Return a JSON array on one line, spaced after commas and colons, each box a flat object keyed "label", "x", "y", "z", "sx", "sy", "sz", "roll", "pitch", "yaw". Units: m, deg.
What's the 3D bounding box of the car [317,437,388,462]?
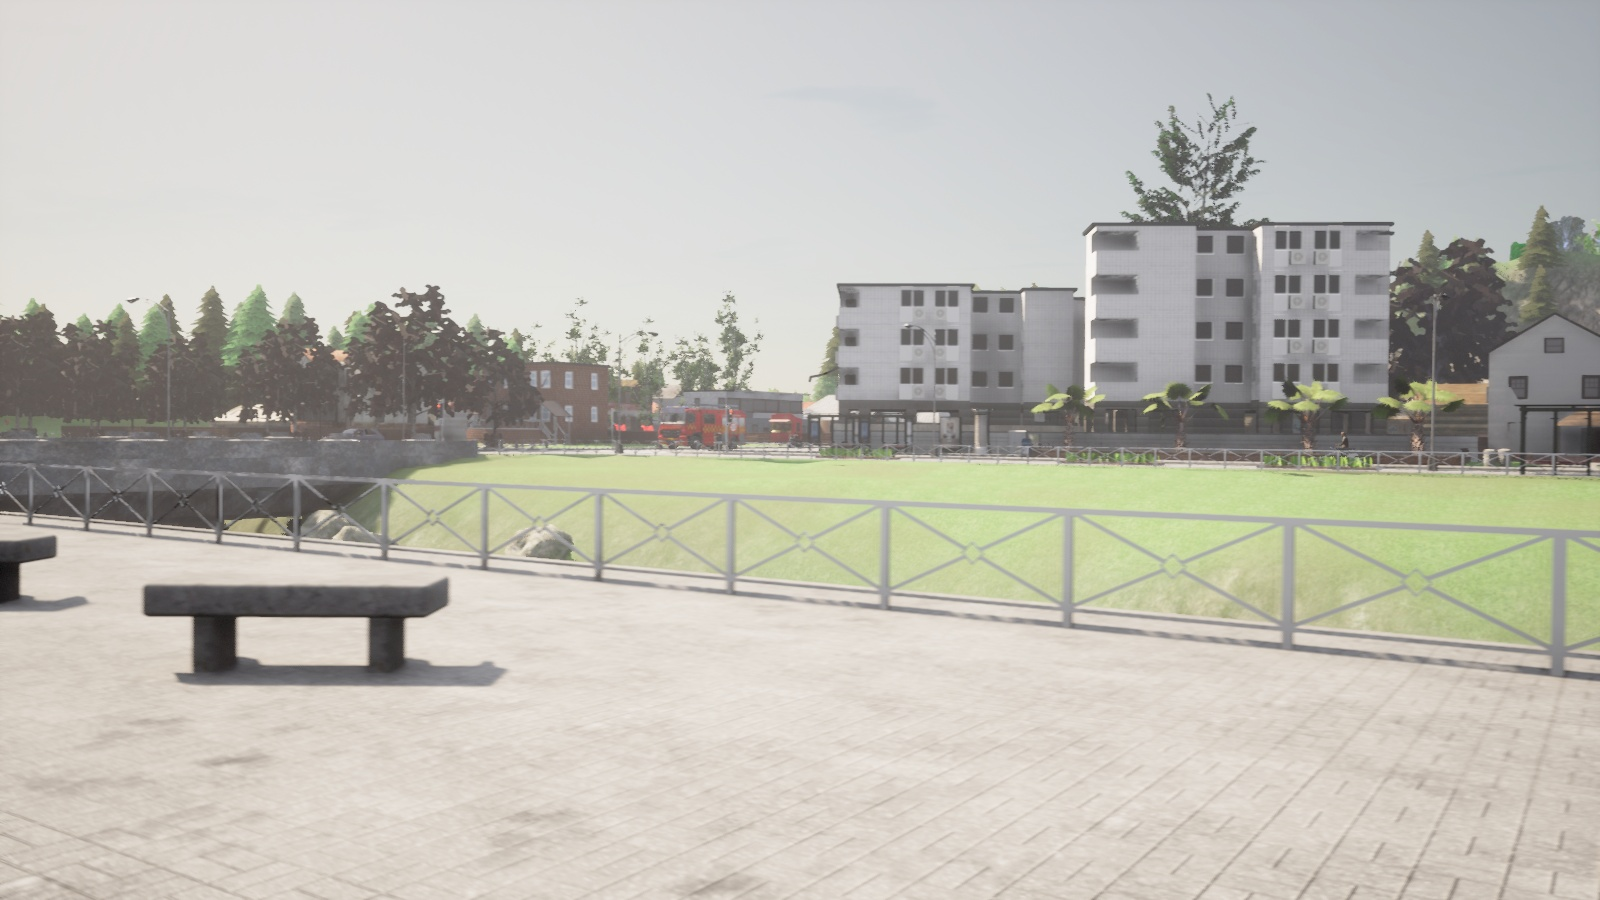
[{"label": "car", "x": -27.288, "y": -0.054, "z": 76.661, "sx": 1.845, "sy": 1.501, "sz": 3.633, "roll": 0, "pitch": 1, "yaw": 34}]
